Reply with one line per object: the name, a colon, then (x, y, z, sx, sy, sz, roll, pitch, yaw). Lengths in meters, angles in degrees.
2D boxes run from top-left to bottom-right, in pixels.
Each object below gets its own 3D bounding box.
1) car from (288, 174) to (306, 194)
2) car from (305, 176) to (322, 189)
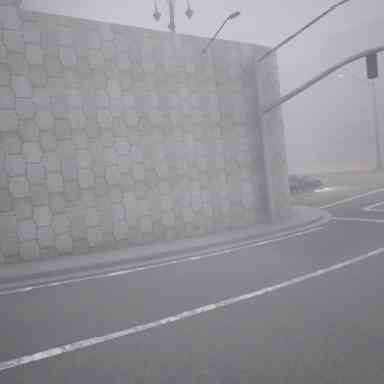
car: (6.811, -0.600, 28.343, 2.097, 1.767, 4.553, -10, 6, -35)
car: (9.632, -0.904, 30.406, 1.994, 1.385, 4.181, -10, 6, -34)
